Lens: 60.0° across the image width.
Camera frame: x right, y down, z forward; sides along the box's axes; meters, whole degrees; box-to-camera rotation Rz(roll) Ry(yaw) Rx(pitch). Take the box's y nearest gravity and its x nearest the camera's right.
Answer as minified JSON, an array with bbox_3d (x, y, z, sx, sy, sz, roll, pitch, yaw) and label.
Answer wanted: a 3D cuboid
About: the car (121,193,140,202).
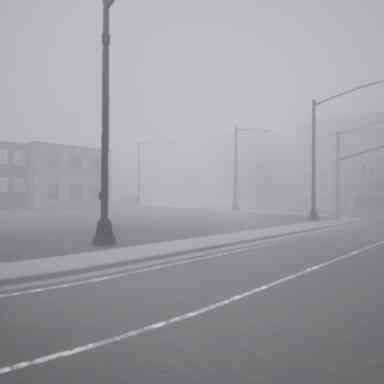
[{"bbox_3d":[-12.336,1.080,66.764,4.553,1.767,2.097,2,1,44],"label":"car"}]
